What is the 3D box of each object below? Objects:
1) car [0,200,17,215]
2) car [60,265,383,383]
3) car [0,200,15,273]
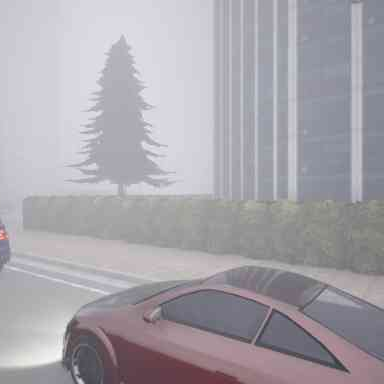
[{"bbox_3d":[-20.375,1.560,33.237,1.837,1.490,4.892,0,0,35],"label":"car"},{"bbox_3d":[0.451,1.564,3.671,4.181,1.385,1.994,0,0,35],"label":"car"},{"bbox_3d":[-7.160,1.221,9.062,5.566,2.045,2.150,0,0,35],"label":"car"}]
